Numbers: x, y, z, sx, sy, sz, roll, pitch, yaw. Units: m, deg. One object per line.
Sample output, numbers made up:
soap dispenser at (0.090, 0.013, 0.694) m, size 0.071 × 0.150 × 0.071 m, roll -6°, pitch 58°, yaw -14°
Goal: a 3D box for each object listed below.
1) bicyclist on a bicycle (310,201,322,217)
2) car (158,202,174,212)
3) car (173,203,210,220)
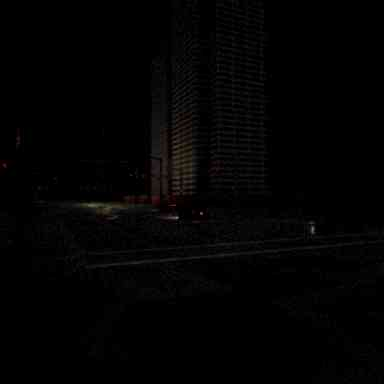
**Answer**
bicyclist on a bicycle at (12.109, 1.661, 32.492) m, size 1.656 × 1.620 × 0.582 m, roll 0°, pitch -1°, yaw -24°
car at (-3.616, 2.167, 49.856) m, size 2.128 × 1.511 × 4.902 m, roll 0°, pitch -1°, yaw -23°
car at (0.090, 2.010, 32.993) m, size 1.994 × 1.385 × 4.181 m, roll 0°, pitch -1°, yaw -24°
